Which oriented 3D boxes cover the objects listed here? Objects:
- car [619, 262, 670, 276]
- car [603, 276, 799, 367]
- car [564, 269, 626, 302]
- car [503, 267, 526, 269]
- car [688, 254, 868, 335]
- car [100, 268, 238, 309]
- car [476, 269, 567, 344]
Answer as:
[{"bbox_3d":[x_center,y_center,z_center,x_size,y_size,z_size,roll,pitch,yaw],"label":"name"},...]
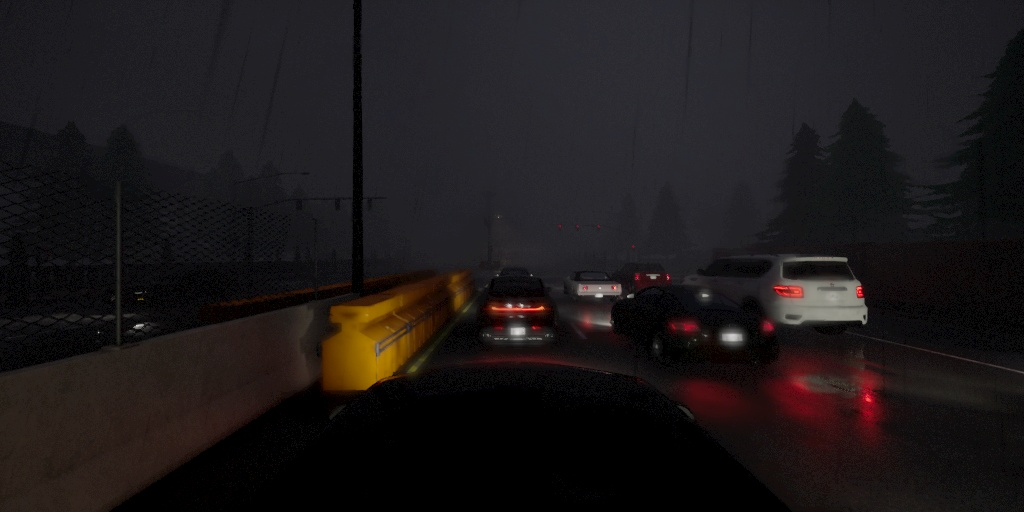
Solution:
[{"bbox_3d":[7.141,1.108,20.223,2.097,1.767,4.553,0,0,0],"label":"car"},{"bbox_3d":[3.622,1.316,7.936,1.994,1.385,4.181,0,0,-1],"label":"car"},{"bbox_3d":[3.634,1.356,17.117,1.895,1.301,4.718,0,0,0],"label":"car"},{"bbox_3d":[0.136,1.303,19.081,2.033,1.411,5.357,0,0,0],"label":"car"},{"bbox_3d":[7.121,0.975,10.636,2.150,2.045,5.566,0,0,0],"label":"car"},{"bbox_3d":[-13.990,1.262,15.054,1.837,1.490,4.892,0,-1,1],"label":"car"},{"bbox_3d":[0.118,1.258,9.564,1.837,1.490,4.892,0,0,0],"label":"car"}]
